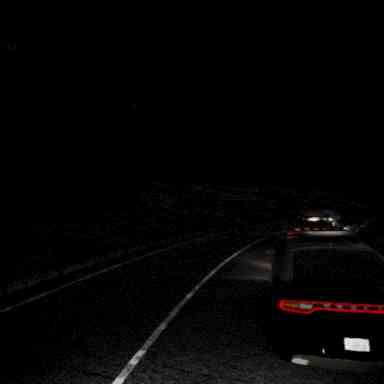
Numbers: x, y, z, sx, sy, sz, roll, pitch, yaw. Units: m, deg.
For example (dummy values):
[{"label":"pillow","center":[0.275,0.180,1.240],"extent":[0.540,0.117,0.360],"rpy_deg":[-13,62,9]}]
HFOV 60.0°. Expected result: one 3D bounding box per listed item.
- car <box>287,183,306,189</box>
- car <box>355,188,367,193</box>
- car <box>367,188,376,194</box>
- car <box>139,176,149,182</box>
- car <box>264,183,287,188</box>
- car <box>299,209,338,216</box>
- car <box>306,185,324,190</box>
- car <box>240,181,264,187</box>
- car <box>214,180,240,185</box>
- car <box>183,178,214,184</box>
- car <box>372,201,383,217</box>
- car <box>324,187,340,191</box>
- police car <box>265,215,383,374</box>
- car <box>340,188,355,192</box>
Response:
[{"label":"car","center":[20.407,-1.018,68.526],"extent":[4.553,1.767,2.185],"rpy_deg":[2,-6,-29]},{"label":"car","center":[39.329,-0.075,80.288],"extent":[4.553,1.767,2.185],"rpy_deg":[3,-6,-34]},{"label":"car","center":[43.932,0.096,83.493],"extent":[5.566,2.045,2.435],"rpy_deg":[4,-6,-35]},{"label":"car","center":[-9.203,-2.026,53.827],"extent":[4.553,1.767,2.185],"rpy_deg":[2,-5,-25]},{"label":"car","center":[15.570,-1.097,65.857],"extent":[5.008,1.535,2.097],"rpy_deg":[2,-6,-28]},{"label":"car","center":[5.519,1.630,15.224],"extent":[1.801,1.575,5.366],"rpy_deg":[-3,-2,24]},{"label":"car","center":[25.359,-0.641,71.385],"extent":[4.792,1.488,2.163],"rpy_deg":[3,-6,-30]},{"label":"car","center":[10.654,-1.252,63.288],"extent":[4.674,1.452,2.002],"rpy_deg":[2,-6,-26]},{"label":"car","center":[5.684,-1.471,60.831],"extent":[4.892,1.521,2.231],"rpy_deg":[2,-6,-25]},{"label":"car","center":[0.695,-1.624,58.474],"extent":[4.892,1.521,2.231],"rpy_deg":[2,-5,-25]},{"label":"car","center":[22.715,1.927,38.361],"extent":[4.553,1.767,2.097],"rpy_deg":[1,-5,-36]},{"label":"car","center":[30.076,-0.408,74.242],"extent":[4.674,1.452,2.002],"rpy_deg":[3,-6,-31]},{"label":"police car","center":[2.401,1.475,6.112],"extent":[1.930,1.638,5.238],"rpy_deg":[-2,-1,14]},{"label":"car","center":[34.647,-0.217,77.152],"extent":[4.892,1.521,2.231],"rpy_deg":[3,-6,-32]}]
